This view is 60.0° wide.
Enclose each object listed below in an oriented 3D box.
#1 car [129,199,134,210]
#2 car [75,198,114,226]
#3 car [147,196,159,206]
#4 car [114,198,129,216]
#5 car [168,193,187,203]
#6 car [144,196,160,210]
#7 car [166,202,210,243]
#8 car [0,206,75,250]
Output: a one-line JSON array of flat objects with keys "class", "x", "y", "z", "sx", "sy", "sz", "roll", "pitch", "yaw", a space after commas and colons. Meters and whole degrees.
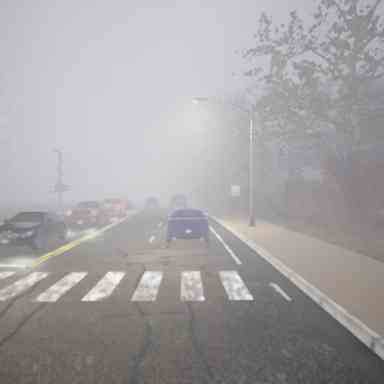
[{"class": "car", "x": -8.359, "y": 1.549, "z": 41.834, "sx": 1.994, "sy": 1.385, "sz": 4.181, "roll": 0, "pitch": 0, "yaw": -5}, {"class": "car", "x": -7.201, "y": 1.350, "z": 23.376, "sx": 2.097, "sy": 1.767, "sz": 4.553, "roll": 0, "pitch": 0, "yaw": -2}, {"class": "car", "x": -6.566, "y": 1.449, "z": 56.503, "sx": 1.882, "sy": 1.535, "sz": 5.008, "roll": 0, "pitch": 0, "yaw": -6}, {"class": "car", "x": -7.631, "y": 1.344, "z": 31.963, "sx": 2.097, "sy": 1.767, "sz": 4.553, "roll": 0, "pitch": 0, "yaw": -3}, {"class": "car", "x": -1.829, "y": 1.200, "z": 42.697, "sx": 2.150, "sy": 2.045, "sz": 5.566, "roll": 0, "pitch": 0, "yaw": -5}, {"class": "car", "x": -5.157, "y": 1.481, "z": 43.260, "sx": 1.837, "sy": 1.490, "sz": 4.892, "roll": 0, "pitch": -1, "yaw": -4}, {"class": "car", "x": -0.223, "y": 1.474, "z": 16.206, "sx": 1.882, "sy": 1.535, "sz": 5.008, "roll": 0, "pitch": 0, "yaw": -2}, {"class": "car", "x": -6.860, "y": 1.528, "z": 14.418, "sx": 1.812, "sy": 1.442, "sz": 4.674, "roll": 0, "pitch": 0, "yaw": -2}]
